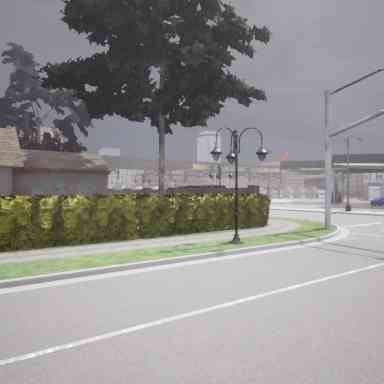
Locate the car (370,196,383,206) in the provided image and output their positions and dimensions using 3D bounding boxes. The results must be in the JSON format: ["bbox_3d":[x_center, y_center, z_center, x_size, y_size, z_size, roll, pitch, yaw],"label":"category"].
[{"bbox_3d":[28.512,1.295,48.482,2.242,1.667,4.611,0,0,-35],"label":"car"}]
